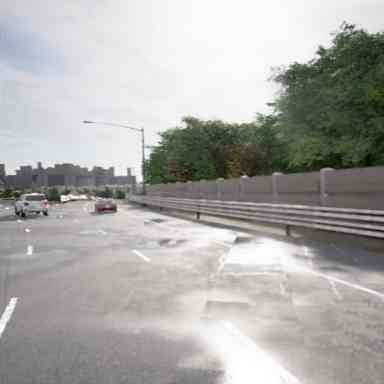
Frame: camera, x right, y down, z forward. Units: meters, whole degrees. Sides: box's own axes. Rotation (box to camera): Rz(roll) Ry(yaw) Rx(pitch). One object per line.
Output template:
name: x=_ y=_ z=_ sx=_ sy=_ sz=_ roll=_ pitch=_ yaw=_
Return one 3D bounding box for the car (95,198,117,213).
car: x=-9.017 y=1.355 z=34.678 sx=1.994 sy=1.385 sz=4.181 roll=-1 pitch=1 yaw=-19

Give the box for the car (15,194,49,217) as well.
car: x=-15.003 y=1.181 z=31.043 sx=2.150 sy=2.045 sz=5.566 roll=-1 pitch=1 yaw=-36
